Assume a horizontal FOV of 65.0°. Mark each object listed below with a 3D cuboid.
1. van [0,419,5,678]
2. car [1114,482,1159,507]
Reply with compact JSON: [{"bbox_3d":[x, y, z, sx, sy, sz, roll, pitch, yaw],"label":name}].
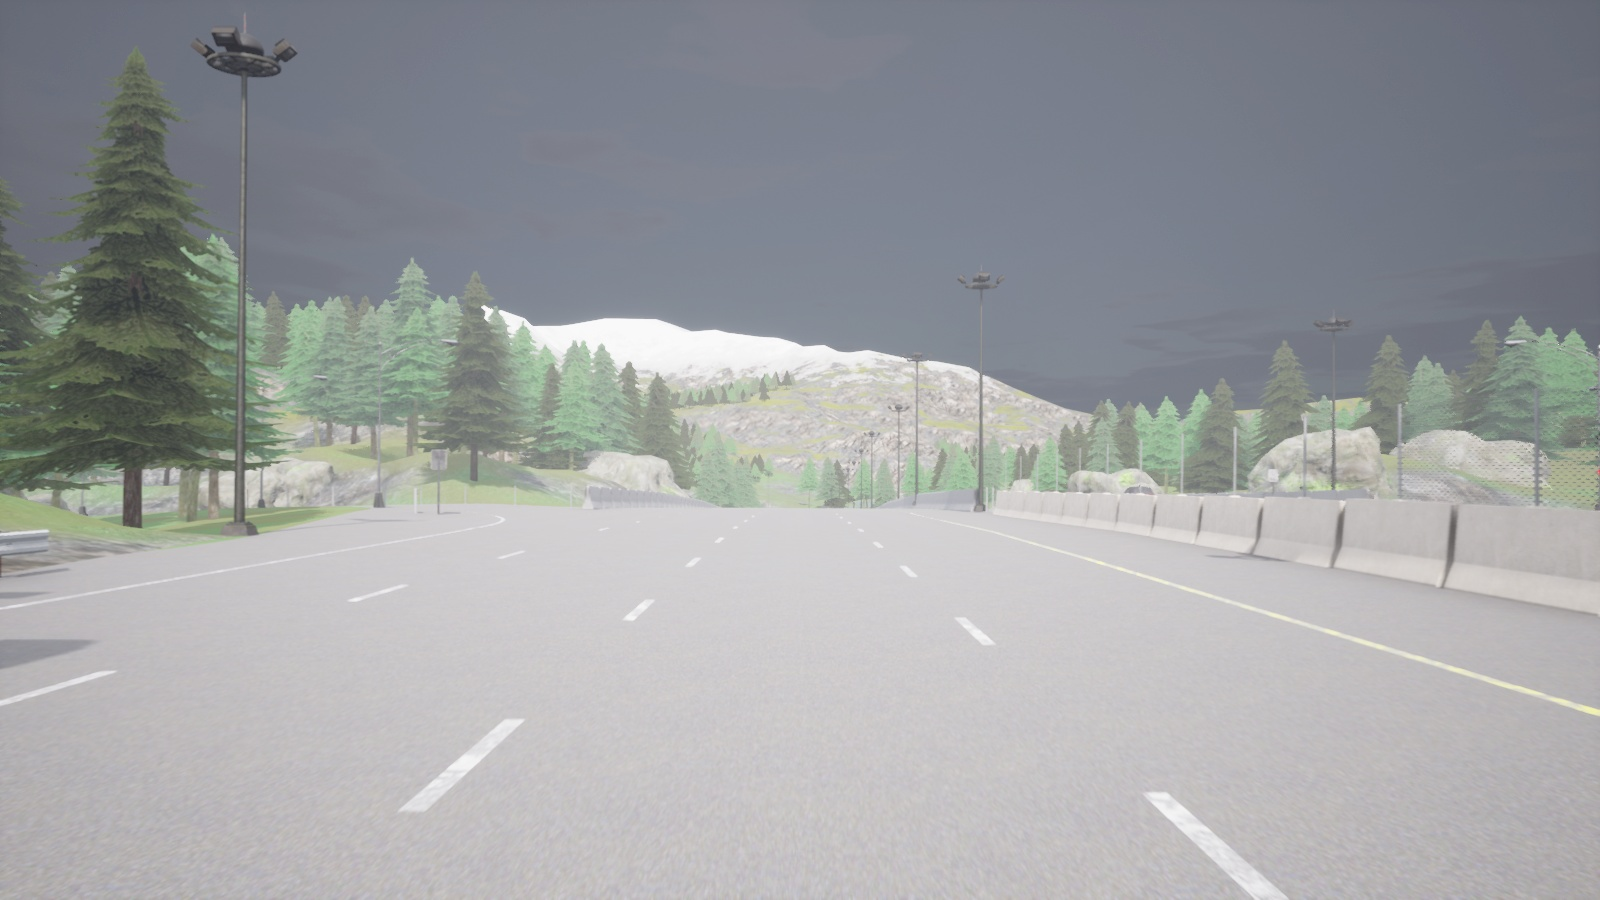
[{"bbox_3d":[-7.019,0.716,7.462,1.775,1.987,4.442,0,-1,0],"label":"van"},{"bbox_3d":[24.797,3.314,92.743,2.097,1.767,4.553,0,-3,1],"label":"car"}]
